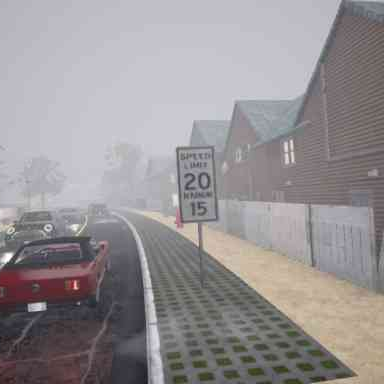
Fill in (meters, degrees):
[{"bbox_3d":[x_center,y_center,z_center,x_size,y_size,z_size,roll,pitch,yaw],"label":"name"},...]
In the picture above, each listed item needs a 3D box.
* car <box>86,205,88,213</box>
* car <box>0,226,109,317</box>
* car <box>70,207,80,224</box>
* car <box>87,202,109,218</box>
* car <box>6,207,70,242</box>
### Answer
[{"bbox_3d":[-13.905,2.200,46.908,1.812,1.442,4.674,-3,0,-23],"label":"car"},{"bbox_3d":[-3.040,1.707,7.891,1.895,1.301,4.718,-3,0,-10],"label":"car"},{"bbox_3d":[-11.194,2.101,30.089,2.033,1.411,5.357,-3,0,-16],"label":"car"},{"bbox_3d":[-10.363,2.006,37.107,1.837,1.490,4.892,-3,0,-18],"label":"car"},{"bbox_3d":[-7.886,1.734,17.125,2.097,1.767,4.553,-3,0,-13],"label":"car"}]
